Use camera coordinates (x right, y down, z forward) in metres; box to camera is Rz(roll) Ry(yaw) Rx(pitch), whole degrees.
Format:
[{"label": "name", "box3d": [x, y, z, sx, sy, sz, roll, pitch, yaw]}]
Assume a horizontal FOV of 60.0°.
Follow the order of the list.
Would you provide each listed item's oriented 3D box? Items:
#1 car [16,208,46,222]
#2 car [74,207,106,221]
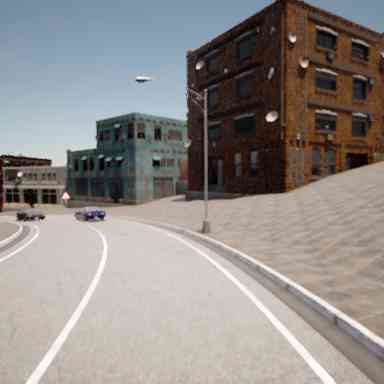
[{"label": "car", "box3d": [-18.038, 2.502, 37.007, 2.033, 1.411, 5.357, -2, -1, -42]}, {"label": "car", "box3d": [-10.054, 2.111, 32.492, 1.895, 1.301, 4.718, -2, -1, -33]}]
